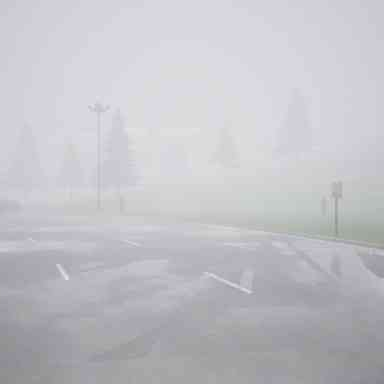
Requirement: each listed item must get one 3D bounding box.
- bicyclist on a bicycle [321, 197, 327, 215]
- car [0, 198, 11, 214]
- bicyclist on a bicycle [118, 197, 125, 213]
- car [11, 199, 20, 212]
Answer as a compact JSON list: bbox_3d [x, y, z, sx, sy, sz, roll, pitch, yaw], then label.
[{"bbox_3d":[12.140,1.313,30.598,0.582,1.620,1.656,0,-2,16],"label":"bicyclist on a bicycle"},{"bbox_3d":[-20.816,1.526,33.536,4.674,1.442,1.812,0,0,28],"label":"car"},{"bbox_3d":[-7.190,1.301,33.911,0.582,1.620,1.656,0,0,-33],"label":"bicyclist on a bicycle"},{"bbox_3d":[-21.698,1.505,37.827,4.892,1.490,1.837,0,0,26],"label":"car"}]
